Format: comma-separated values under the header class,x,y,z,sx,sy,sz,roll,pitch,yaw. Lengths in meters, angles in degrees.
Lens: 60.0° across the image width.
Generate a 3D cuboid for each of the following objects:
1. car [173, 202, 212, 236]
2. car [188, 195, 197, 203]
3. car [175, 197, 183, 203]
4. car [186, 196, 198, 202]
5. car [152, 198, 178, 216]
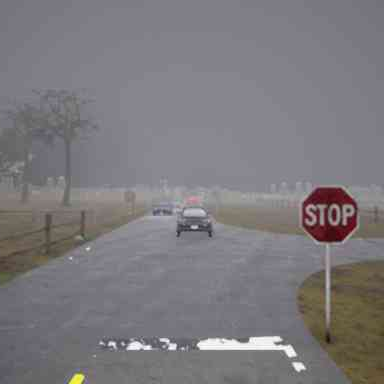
class,x,y,z,sx,sy,sz,roll,pitch,yaw
car,0.128,1.546,18.614,1.812,1.442,4.674,0,0,0
car,0.068,1.517,71.140,1.882,1.535,5.008,0,0,0
car,-2.793,1.678,48.344,1.895,1.301,4.718,0,0,1
car,0.058,1.481,61.172,2.097,1.767,4.553,0,0,0
car,-2.818,1.579,33.370,2.033,1.411,5.357,0,0,0
